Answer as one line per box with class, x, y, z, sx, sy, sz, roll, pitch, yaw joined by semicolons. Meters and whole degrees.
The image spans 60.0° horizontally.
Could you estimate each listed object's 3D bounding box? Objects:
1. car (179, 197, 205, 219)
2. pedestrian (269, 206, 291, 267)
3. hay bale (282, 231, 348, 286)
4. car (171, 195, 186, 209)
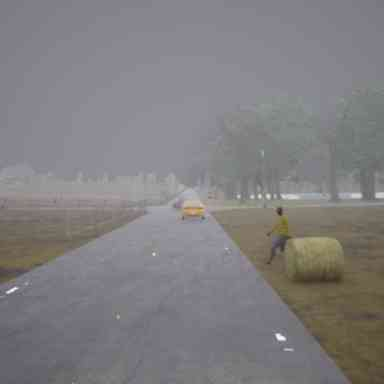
car;0.096;1.491;29.056;1.882;1.535;5.008;0;0;0
pedestrian;2.566;1.277;9.714;0.375;1.860;0.375;1;-1;-5
hay bale;3.119;1.664;8.615;1.220;1.180;1.240;-1;-1;0
car;-1.041;1.499;40.865;2.033;1.411;5.357;0;1;-20
